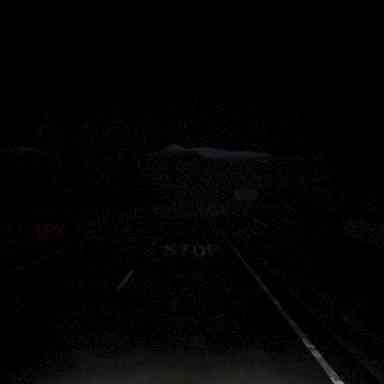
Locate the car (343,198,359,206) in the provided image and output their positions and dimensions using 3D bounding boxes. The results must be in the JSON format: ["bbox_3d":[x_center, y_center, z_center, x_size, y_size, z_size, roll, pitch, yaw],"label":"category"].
[{"bbox_3d":[29.113,1.762,61.074,1.845,1.501,3.633,0,0,0],"label":"car"}]

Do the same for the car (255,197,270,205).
[{"bbox_3d":[14.206,1.838,68.843,2.007,1.523,4.514,0,0,0],"label":"car"}]

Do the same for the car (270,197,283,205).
[{"bbox_3d":[17.344,1.829,68.864,2.152,1.636,5.027,0,0,0],"label":"car"}]

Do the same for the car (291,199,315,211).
[{"bbox_3d":[13.958,1.684,42.810,1.845,1.501,3.633,0,0,0],"label":"car"}]

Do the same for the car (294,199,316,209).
[{"bbox_3d":[17.012,1.748,50.201,1.970,1.475,3.806,0,0,0],"label":"car"}]
